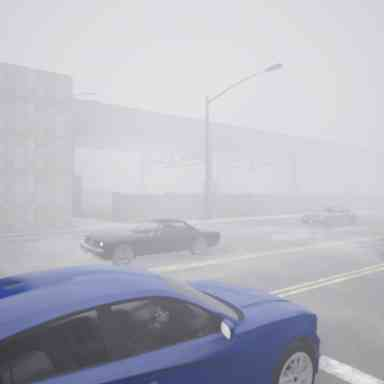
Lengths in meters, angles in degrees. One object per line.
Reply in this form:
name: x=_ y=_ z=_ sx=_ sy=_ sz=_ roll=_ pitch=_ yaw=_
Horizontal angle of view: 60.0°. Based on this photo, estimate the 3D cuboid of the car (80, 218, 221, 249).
car: x=-1.340 y=1.625 z=11.638 sx=4.718 sy=1.301 sz=1.895 roll=0 pitch=0 yaw=-36

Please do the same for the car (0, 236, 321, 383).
car: x=-0.784 y=1.482 z=3.188 sx=5.008 sy=1.535 sz=1.882 roll=0 pitch=0 yaw=-36

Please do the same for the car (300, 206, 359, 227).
car: x=9.919 y=1.697 z=23.979 sx=4.718 sy=1.301 sz=1.895 roll=0 pitch=0 yaw=-36
